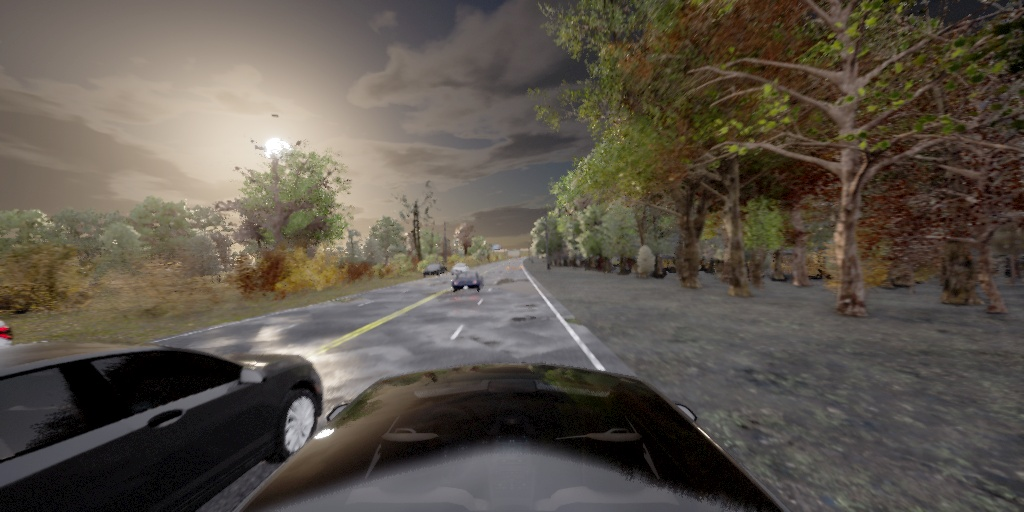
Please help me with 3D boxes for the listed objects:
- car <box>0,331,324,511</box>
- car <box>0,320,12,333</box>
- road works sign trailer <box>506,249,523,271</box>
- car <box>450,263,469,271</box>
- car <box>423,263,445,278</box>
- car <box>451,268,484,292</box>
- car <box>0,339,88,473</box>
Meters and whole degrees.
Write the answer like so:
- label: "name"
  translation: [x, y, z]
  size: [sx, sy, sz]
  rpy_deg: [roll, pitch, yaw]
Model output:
- label: "car"
  translation: [-3.180, 1.336, 2.359]
  size: [1.837, 1.490, 4.892]
  rpy_deg: [-2, -2, 0]
- label: "car"
  translation: [-9.892, 1.568, 3.964]
  size: [2.150, 2.045, 5.566]
  rpy_deg: [-3, 0, 0]
- label: "road works sign trailer"
  translation: [0.432, 0.692, 60.025]
  size: [2.380, 3.560, 2.880]
  rpy_deg: [0, 0, 1]
- label: "car"
  translation: [-6.352, 1.623, 44.574]
  size: [1.812, 1.442, 4.674]
  rpy_deg: [0, 0, 1]
- label: "car"
  translation: [-9.643, 1.667, 44.647]
  size: [1.882, 1.535, 5.008]
  rpy_deg: [-5, 2, 1]
- label: "car"
  translation: [-3.056, 1.792, 25.740]
  size: [1.895, 1.301, 4.718]
  rpy_deg: [-3, 0, 0]
- label: "car"
  translation: [-6.624, 1.777, 2.421]
  size: [1.895, 1.301, 4.718]
  rpy_deg: [-3, 0, 0]
